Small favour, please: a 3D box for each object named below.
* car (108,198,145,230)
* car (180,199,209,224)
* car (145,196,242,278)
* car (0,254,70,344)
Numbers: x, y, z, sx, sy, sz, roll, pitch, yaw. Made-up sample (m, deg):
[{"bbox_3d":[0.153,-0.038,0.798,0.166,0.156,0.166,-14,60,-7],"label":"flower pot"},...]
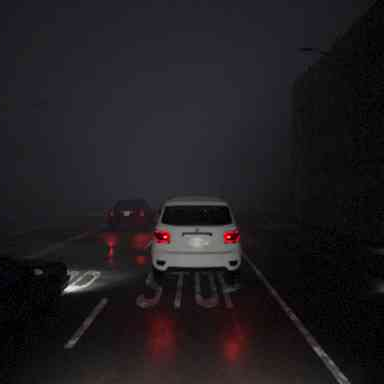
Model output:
[{"bbox_3d":[-3.371,1.147,19.349,2.097,1.767,4.553,0,1,0],"label":"car"},{"bbox_3d":[0.140,1.279,23.241,1.812,1.442,4.674,0,1,0],"label":"car"},{"bbox_3d":[0.115,1.118,9.922,2.150,2.045,5.566,0,1,0],"label":"car"},{"bbox_3d":[-3.395,1.501,4.299,2.033,1.411,5.357,0,1,0],"label":"car"}]
